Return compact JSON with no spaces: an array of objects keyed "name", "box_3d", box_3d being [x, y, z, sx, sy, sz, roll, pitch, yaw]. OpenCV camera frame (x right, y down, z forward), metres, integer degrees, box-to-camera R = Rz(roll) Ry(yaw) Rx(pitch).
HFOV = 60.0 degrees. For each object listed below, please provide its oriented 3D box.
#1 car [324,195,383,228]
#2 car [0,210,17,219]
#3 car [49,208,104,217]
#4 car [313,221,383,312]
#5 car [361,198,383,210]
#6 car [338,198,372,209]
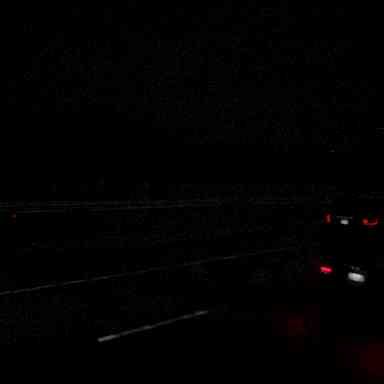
[{"name":"car","box_3d":[7.629,1.153,13.360,5.566,2.045,2.150,0,0,-35]},{"name":"car","box_3d":[-13.578,1.539,20.094,5.357,1.411,2.033,0,0,-35]},{"name":"car","box_3d":[-5.985,1.534,16.885,4.181,1.385,1.994,0,0,-35]},{"name":"car","box_3d":[4.887,1.508,7.181,5.357,1.411,2.033,0,0,-35]},{"name":"car","box_3d":[22.878,1.426,40.806,4.181,1.385,1.994,0,0,-33]},{"name":"car","box_3d":[21.768,1.458,44.268,4.718,1.301,1.895,0,0,-33]}]
